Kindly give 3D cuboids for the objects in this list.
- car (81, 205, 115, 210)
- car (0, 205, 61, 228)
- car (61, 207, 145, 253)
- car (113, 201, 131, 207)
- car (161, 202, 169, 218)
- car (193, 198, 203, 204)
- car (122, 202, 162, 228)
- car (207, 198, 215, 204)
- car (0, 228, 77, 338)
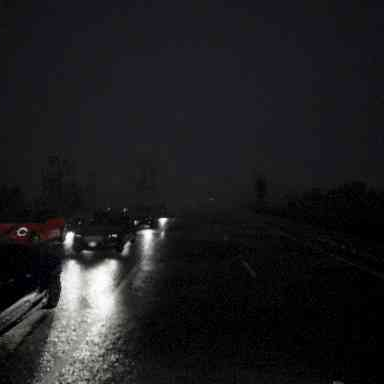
[{"bbox_3d":[-7.064,1.796,23.108,1.994,1.385,4.181,0,-1,0],"label":"car"},{"bbox_3d":[-7.084,1.495,14.223,2.097,1.767,4.553,0,-1,0],"label":"car"},{"bbox_3d":[-3.584,1.637,14.451,2.128,1.511,4.902,0,-1,0],"label":"car"},{"bbox_3d":[-7.042,1.686,33.405,2.097,1.767,4.553,0,-1,0],"label":"car"},{"bbox_3d":[-3.527,1.859,35.253,1.837,1.490,4.892,0,-1,1],"label":"car"},{"bbox_3d":[1.464,2.391,87.356,1.812,1.442,4.674,0,-1,4],"label":"car"},{"bbox_3d":[-3.556,1.751,24.537,1.837,1.490,4.892,0,-1,0],"label":"car"},{"bbox_3d":[4.961,2.462,87.180,1.895,1.301,4.718,0,-1,4],"label":"car"},{"bbox_3d":[-3.585,1.580,5.298,1.812,1.442,4.674,0,-1,-1],"label":"car"}]
